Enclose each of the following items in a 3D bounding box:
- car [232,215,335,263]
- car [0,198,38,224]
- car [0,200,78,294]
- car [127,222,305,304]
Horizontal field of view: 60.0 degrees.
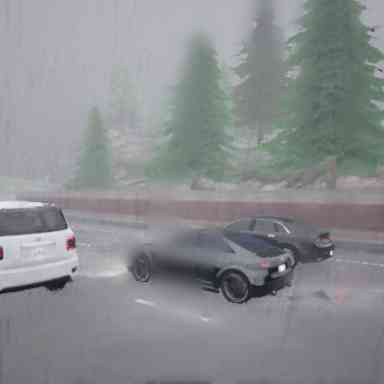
[{"bbox_3d":[2.179,1.536,11.261,4.892,1.490,1.837,0,0,38],"label":"car"},{"bbox_3d":[-13.998,1.382,26.182,2.097,1.767,4.553,0,0,-43],"label":"car"},{"bbox_3d":[-4.972,1.230,7.987,5.566,2.045,2.150,0,0,39],"label":"car"},{"bbox_3d":[0.324,1.584,8.282,4.181,1.385,1.994,0,0,38],"label":"car"}]
